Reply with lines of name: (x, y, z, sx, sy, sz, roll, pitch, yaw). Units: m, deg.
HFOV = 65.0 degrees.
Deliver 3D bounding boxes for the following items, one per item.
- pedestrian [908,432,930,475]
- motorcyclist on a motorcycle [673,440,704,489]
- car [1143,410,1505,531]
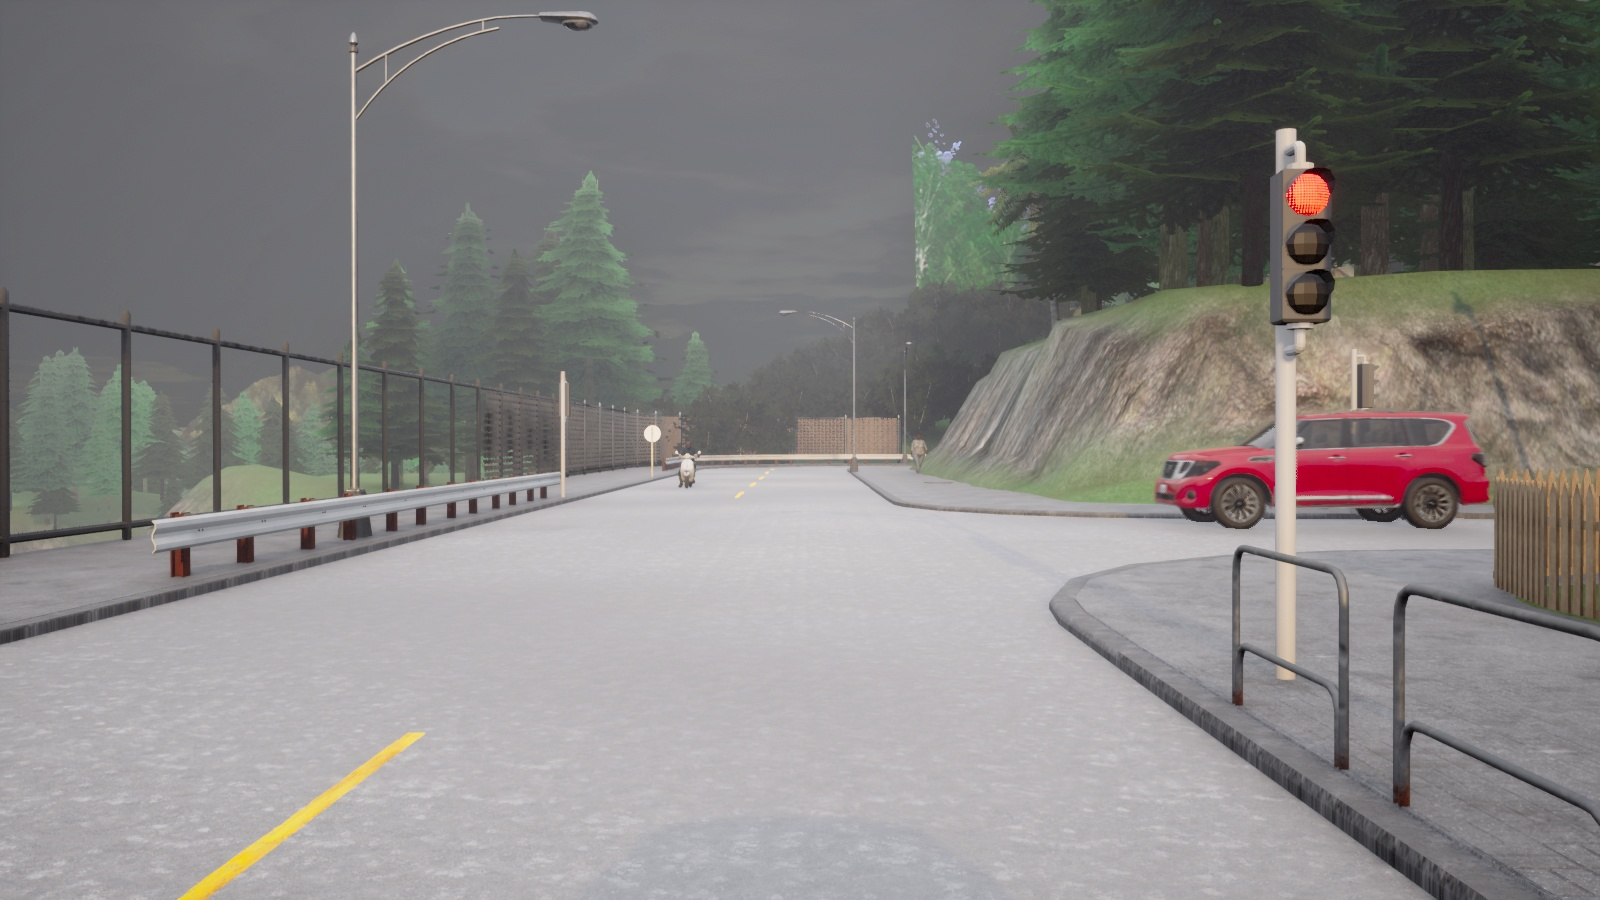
pedestrian: (5.212, 0.149, 55.253, 0.874, 1.855, 0.900, 0, 0, -1)
motorcyclist on a motorcycle: (-3.707, 0.461, 41.817, 0.866, 1.590, 1.817, 0, 0, 0)
car: (9.203, 0.346, 22.437, 5.566, 2.045, 2.150, 0, 0, 0)
